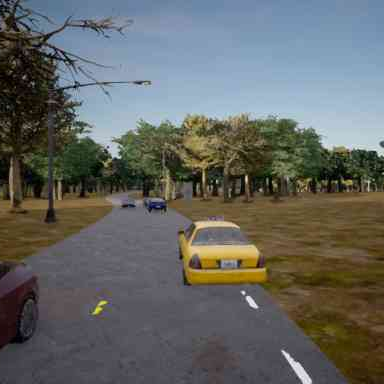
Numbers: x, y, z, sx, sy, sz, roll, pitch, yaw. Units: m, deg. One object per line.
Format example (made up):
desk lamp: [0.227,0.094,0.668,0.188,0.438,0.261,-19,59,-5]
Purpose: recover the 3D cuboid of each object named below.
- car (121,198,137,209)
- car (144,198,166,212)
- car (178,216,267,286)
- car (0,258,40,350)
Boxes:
car: [-8.344,1.450,43.648,2.033,1.411,5.357,0,0,-12]
car: [-4.057,1.399,37.890,1.882,1.535,5.008,0,0,-11]
car: [0.584,1.447,9.388,1.801,1.575,5.366,0,0,-4]
car: [-3.293,1.524,3.685,1.812,1.442,4.674,0,0,-3]
